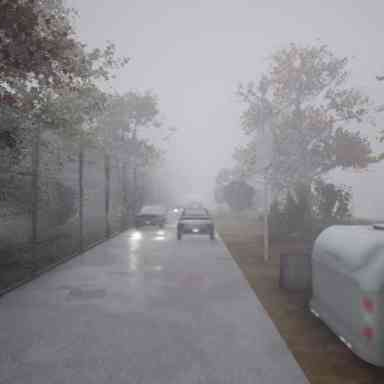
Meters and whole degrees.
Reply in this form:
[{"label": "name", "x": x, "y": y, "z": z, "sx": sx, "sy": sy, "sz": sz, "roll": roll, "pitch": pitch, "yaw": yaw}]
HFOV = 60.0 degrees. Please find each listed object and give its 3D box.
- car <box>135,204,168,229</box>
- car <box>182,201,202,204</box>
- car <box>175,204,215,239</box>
[{"label": "car", "x": -2.725, "y": 1.642, "z": 23.191, "sx": 1.882, "sy": 1.535, "sz": 5.008, "roll": 0, "pitch": -1, "yaw": 0}, {"label": "car", "x": 0.331, "y": 1.722, "z": 36.277, "sx": 2.097, "sy": 1.767, "sz": 4.553, "roll": 0, "pitch": -1, "yaw": 1}, {"label": "car", "x": 0.187, "y": 1.594, "z": 17.864, "sx": 2.128, "sy": 1.511, "sz": 4.902, "roll": 0, "pitch": -1, "yaw": 0}]
